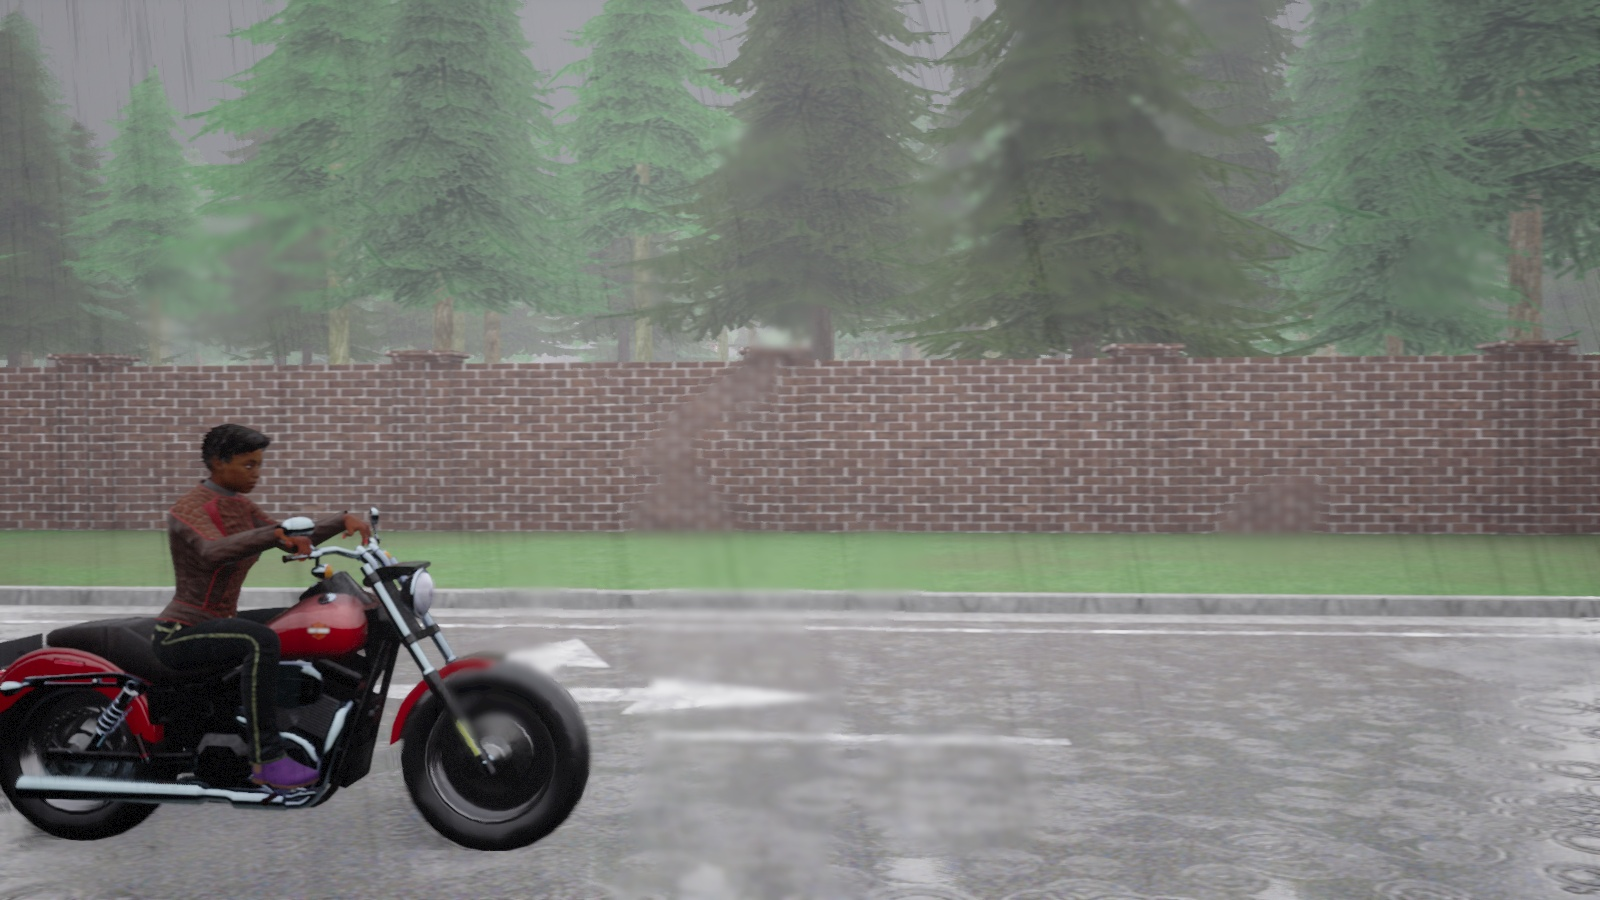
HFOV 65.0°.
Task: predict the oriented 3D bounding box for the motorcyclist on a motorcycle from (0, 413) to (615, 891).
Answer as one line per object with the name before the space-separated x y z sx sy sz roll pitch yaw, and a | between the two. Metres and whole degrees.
motorcyclist on a motorcycle | -1.961 0.692 4.825 2.350 1.649 0.766 0 1 5
